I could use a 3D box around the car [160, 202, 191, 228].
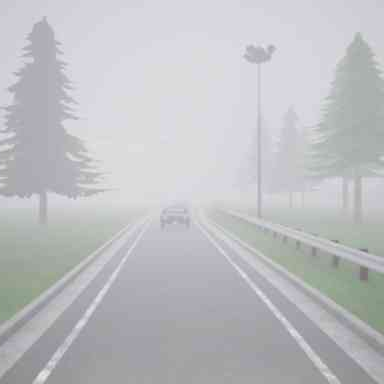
[{"bbox_3d":[-1.147,1.620,22.602,1.895,1.301,4.718,0,0,-3],"label":"car"}]

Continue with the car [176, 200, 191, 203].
[{"bbox_3d":[-1.169,1.635,43.355,1.895,1.301,4.718,0,0,4],"label":"car"}]
